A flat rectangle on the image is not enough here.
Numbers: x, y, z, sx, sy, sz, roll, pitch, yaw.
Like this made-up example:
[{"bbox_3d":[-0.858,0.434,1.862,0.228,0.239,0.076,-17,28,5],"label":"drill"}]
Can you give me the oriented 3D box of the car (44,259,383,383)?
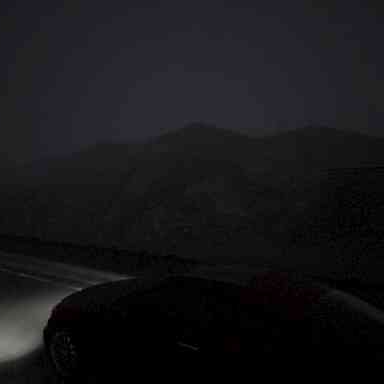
[{"bbox_3d":[0.250,1.541,3.800,4.674,1.442,1.812,-1,0,35],"label":"car"}]
